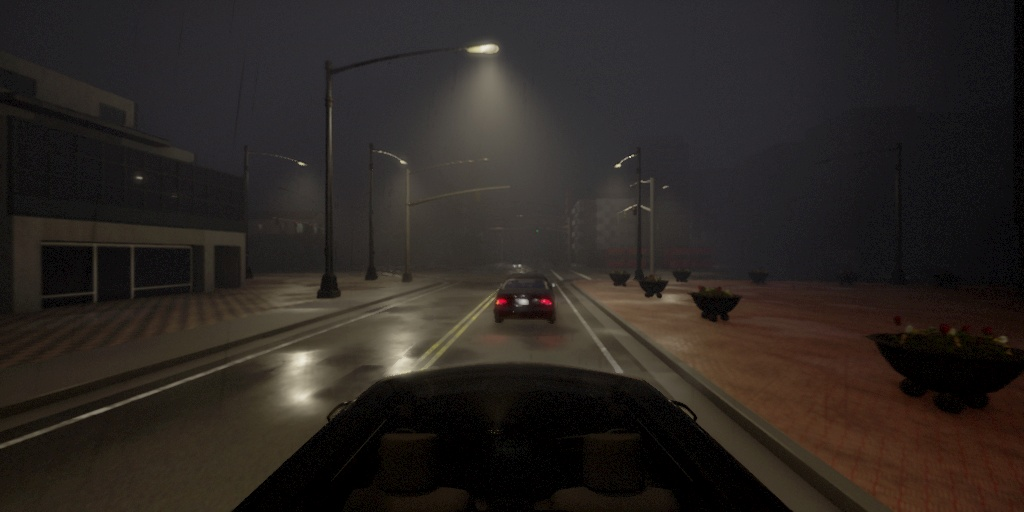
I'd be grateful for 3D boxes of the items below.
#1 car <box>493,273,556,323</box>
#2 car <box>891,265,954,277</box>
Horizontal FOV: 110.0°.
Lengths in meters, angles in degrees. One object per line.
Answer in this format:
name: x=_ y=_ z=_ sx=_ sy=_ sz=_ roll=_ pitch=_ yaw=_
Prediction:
car: x=0.494 y=1.279 z=12.055 sx=2.033 sy=1.411 sz=5.357 roll=0 pitch=0 yaw=4
car: x=47.872 y=1.759 z=41.876 sx=5.357 sy=1.411 sz=2.033 roll=1 pitch=0 yaw=4
